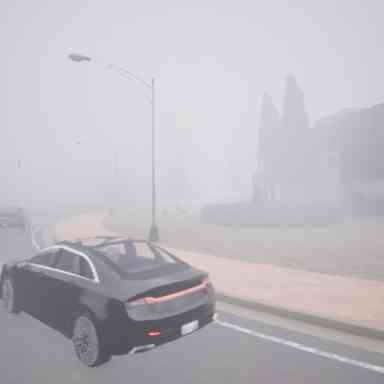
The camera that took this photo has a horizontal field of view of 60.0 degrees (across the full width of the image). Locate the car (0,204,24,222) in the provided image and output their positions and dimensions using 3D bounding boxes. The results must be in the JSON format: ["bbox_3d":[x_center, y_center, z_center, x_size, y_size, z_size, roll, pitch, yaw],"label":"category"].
[{"bbox_3d":[-17.836,1.948,31.476,2.033,1.411,5.357,0,-1,-10],"label":"car"}]

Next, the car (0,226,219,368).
[{"bbox_3d":[-1.792,1.557,5.948,4.902,1.511,2.128,-1,-1,43],"label":"car"}]

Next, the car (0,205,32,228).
[{"bbox_3d":[-11.840,1.767,21.985,2.128,1.511,4.902,0,-1,-20],"label":"car"}]
